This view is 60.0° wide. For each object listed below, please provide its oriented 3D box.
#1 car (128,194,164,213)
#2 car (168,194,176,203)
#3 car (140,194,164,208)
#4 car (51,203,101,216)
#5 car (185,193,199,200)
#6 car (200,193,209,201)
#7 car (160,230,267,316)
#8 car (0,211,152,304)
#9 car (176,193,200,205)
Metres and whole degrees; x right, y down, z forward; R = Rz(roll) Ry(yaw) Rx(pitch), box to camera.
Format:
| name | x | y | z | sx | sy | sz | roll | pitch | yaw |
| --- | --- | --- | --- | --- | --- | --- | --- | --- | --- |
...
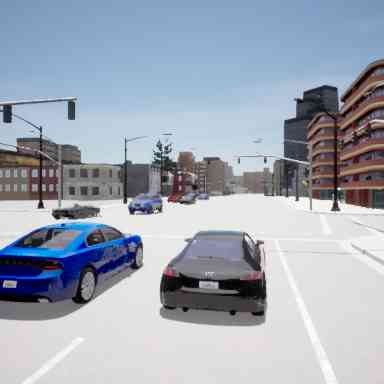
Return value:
| name | x | y | z | sx | sy | sz | roll | pitch | yaw |
| --- | --- | --- | --- | --- | --- | --- | --- | --- | --- |
| car | -4.556 | 1.178 | 33.864 | 2.150 | 2.045 | 5.566 | 0 | 0 | 12 |
| car | -2.997 | 1.154 | 59.621 | 1.882 | 1.535 | 5.008 | 0 | 1 | 11 |
| car | -5.557 | 1.231 | 46.539 | 2.097 | 1.767 | 4.553 | 0 | 1 | 11 |
| car | -9.598 | 1.572 | 27.813 | 1.895 | 1.301 | 4.718 | 0 | 0 | 14 |
| car | 0.039 | 0.938 | 74.880 | 2.033 | 1.411 | 5.357 | 0 | 1 | 11 |
| car | 2.433 | 1.024 | 68.851 | 1.812 | 1.442 | 4.674 | 0 | 1 | 11 |
| car | 0.690 | 1.564 | 7.665 | 1.994 | 1.385 | 4.181 | 0 | 0 | 12 |
| car | -2.747 | 1.478 | 8.312 | 1.882 | 1.535 | 5.008 | 0 | 0 | 11 |
| car | -0.605 | 1.315 | 53.659 | 2.033 | 1.411 | 5.357 | 0 | 1 | 11 |
